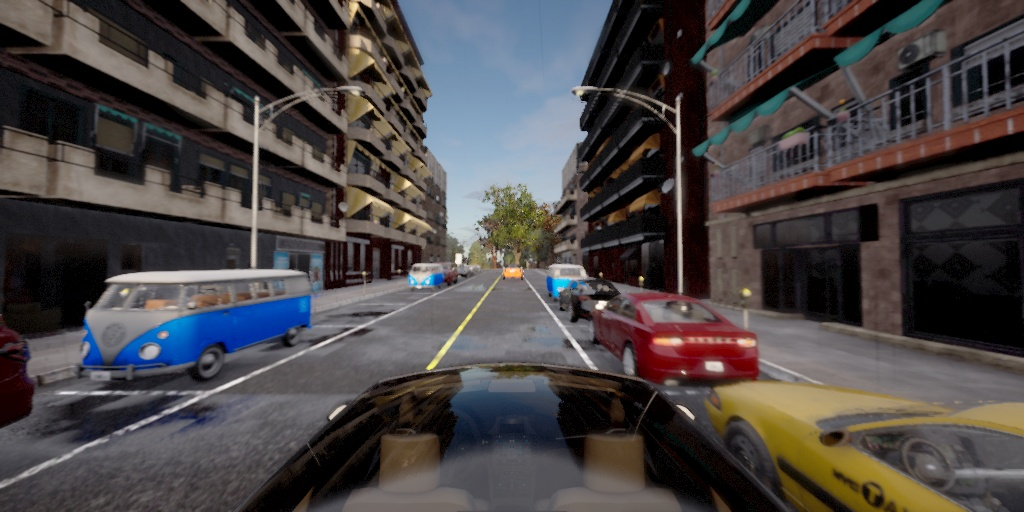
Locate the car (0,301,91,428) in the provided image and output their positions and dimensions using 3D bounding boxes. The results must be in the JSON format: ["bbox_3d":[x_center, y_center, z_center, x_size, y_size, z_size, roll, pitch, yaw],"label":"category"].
[{"bbox_3d":[-5.691,1.060,1.387,2.192,1.841,5.009,0,0,0],"label":"car"}]

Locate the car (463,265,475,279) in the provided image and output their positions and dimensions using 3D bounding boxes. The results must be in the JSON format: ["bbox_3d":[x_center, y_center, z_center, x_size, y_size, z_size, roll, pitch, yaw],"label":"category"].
[{"bbox_3d":[-5.702,1.860,41.014,1.948,1.339,4.313,0,0,0],"label":"car"}]

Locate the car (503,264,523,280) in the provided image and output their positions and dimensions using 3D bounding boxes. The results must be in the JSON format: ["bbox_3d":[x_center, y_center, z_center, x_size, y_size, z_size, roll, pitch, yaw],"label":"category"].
[{"bbox_3d":[0.089,1.617,39.009,2.097,1.767,4.553,0,-1,0],"label":"car"}]

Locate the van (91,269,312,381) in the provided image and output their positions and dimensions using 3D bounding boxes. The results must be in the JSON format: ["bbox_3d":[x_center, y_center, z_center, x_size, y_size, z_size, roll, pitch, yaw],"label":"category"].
[{"bbox_3d":[-5.692,1.164,7.047,1.690,1.789,3.998,0,0,0],"label":"van"}]

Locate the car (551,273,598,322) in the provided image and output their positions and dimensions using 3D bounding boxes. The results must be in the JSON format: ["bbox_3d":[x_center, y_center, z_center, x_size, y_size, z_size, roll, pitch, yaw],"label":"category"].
[{"bbox_3d":[2.695,1.466,12.673,1.948,1.339,4.313,0,0,0],"label":"car"}]

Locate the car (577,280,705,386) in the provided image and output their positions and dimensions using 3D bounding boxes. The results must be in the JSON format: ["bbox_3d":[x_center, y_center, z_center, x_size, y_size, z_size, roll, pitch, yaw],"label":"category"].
[{"bbox_3d":[2.693,1.368,7.011,1.888,1.381,4.507,0,0,0],"label":"car"}]

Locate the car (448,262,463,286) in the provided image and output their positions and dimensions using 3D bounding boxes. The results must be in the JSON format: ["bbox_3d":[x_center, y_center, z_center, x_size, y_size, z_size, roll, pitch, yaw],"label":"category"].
[{"bbox_3d":[-5.699,1.450,29.692,2.192,1.841,5.009,0,0,0],"label":"car"}]

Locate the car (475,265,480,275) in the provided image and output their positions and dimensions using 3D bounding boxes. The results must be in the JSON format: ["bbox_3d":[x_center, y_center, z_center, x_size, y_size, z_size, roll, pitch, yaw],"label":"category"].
[{"bbox_3d":[-5.704,1.925,46.676,2.007,1.370,4.403,0,0,0],"label":"car"}]

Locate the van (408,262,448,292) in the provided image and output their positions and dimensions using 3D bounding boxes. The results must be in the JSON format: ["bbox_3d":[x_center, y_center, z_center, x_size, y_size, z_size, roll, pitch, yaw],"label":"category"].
[{"bbox_3d":[-5.697,1.397,24.031,1.690,1.789,3.998,0,0,0],"label":"van"}]

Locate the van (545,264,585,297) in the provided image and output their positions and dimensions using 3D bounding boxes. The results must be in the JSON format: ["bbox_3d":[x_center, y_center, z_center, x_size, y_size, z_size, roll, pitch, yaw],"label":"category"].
[{"bbox_3d":[2.672,1.319,18.334,1.690,1.789,3.998,0,0,0],"label":"van"}]

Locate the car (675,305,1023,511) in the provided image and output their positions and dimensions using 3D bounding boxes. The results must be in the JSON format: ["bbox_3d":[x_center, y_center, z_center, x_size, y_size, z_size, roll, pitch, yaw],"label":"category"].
[{"bbox_3d":[2.692,1.271,1.521,1.751,1.417,4.829,0,0,0],"label":"car"}]

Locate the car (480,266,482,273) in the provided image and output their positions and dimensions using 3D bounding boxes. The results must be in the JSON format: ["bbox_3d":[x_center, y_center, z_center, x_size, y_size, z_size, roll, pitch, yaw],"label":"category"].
[{"bbox_3d":[-5.800,2.086,57.993,2.007,1.370,4.403,0,0,0],"label":"car"}]
